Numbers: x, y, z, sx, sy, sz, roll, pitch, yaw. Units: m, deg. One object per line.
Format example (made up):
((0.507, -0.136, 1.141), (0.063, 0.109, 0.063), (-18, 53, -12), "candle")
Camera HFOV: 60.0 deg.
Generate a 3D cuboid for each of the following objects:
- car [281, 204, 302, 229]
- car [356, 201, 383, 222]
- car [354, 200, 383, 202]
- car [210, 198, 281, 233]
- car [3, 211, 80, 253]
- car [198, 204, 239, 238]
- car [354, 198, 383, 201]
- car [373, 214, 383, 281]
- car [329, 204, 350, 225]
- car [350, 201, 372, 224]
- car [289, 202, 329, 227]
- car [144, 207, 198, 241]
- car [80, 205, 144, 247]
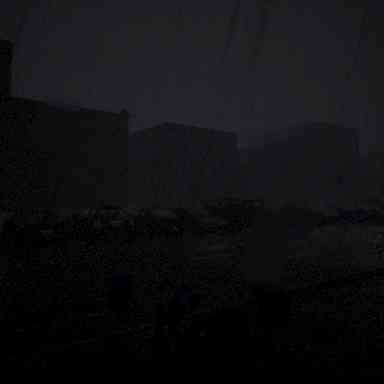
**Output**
((4.558, 1.683, 22.080), (2.002, 1.452, 4.674), (1, 0, -36), "car")
((13.529, 1.816, 28.490), (2.002, 1.452, 4.674), (1, -1, -36), "car")
((15.880, 1.811, 29.945), (1.946, 1.575, 5.366), (1, -1, -36), "car")
((2.299, 1.360, 20.505), (2.435, 2.045, 5.566), (1, 0, -36), "car")
((-6.677, 1.527, 14.093), (2.163, 1.488, 4.792), (1, 0, -36), "car")
((0.086, 1.610, 18.853), (2.163, 1.488, 4.792), (1, 0, -36), "car")
((18.031, 1.611, 31.675), (2.435, 2.045, 5.566), (1, -1, -36), "car")
((6.475, 1.444, 7.738), (4.553, 1.767, 2.097), (1, 0, -35), "car")
((9.027, 1.581, 25.315), (2.185, 1.767, 4.553), (1, 0, -36), "car")
((11.290, 1.739, 26.887), (2.097, 1.535, 5.008), (1, 0, -36), "car")
((6.783, 1.704, 23.709), (2.163, 1.488, 4.792), (1, 0, -36), "car")
((-2.170, 1.552, 17.270), (2.097, 1.535, 5.008), (1, 0, -36), "car")
((-4.397, 1.399, 15.647), (2.185, 1.767, 4.553), (1, 0, -36), "car")
